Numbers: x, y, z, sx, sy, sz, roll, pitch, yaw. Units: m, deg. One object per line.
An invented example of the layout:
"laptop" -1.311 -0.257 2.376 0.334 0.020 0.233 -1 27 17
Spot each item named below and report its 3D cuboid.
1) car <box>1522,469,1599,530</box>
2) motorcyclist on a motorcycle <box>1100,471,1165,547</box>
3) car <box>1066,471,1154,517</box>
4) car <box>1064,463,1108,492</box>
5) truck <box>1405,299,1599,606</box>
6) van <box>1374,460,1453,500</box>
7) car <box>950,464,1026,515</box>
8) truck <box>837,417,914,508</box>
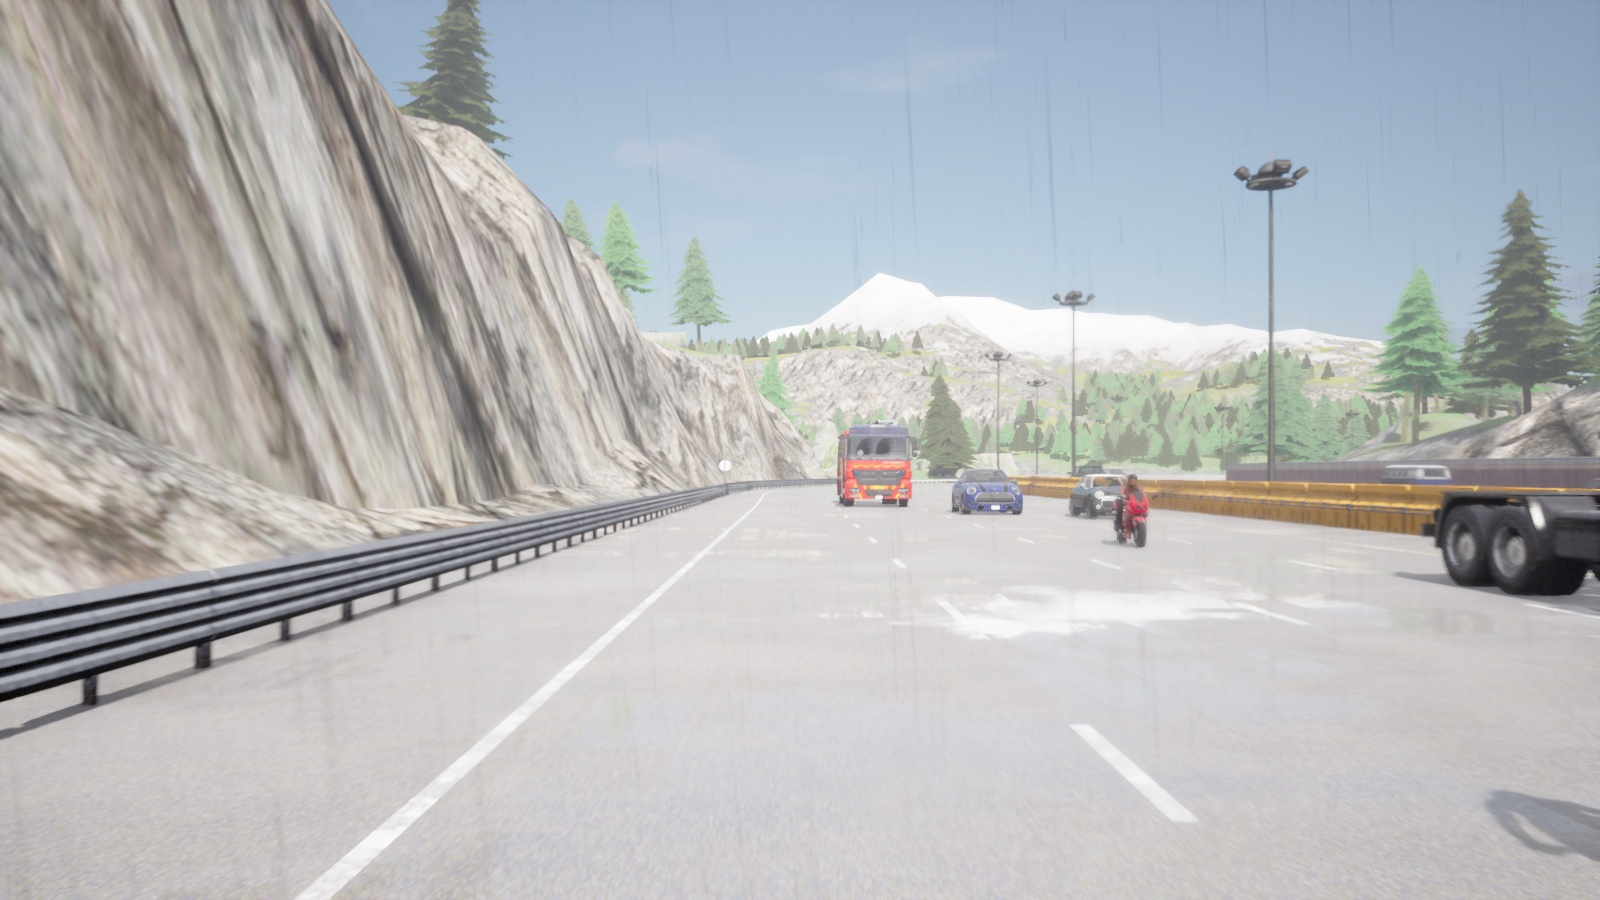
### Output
"car" 20.900 1.245 32.162 1.882 1.535 5.008 0 -1 0
"motorcyclist on a motorcycle" 6.921 1.206 26.210 0.797 1.523 2.044 0 -1 0
"car" 10.364 1.443 42.250 1.970 1.475 3.806 0 -1 0
"car" 20.546 1.958 90.375 2.150 2.045 5.566 0 -1 3
"truck" 10.459 0.036 14.676 2.891 3.462 7.936 0 -1 0
"van" 31.201 1.510 63.959 1.775 1.987 4.442 0 -1 -1
"car" 6.849 1.415 46.190 2.097 1.767 4.553 0 -1 0
"truck" 3.291 0.588 57.042 2.891 3.827 8.468 0 -1 -1
